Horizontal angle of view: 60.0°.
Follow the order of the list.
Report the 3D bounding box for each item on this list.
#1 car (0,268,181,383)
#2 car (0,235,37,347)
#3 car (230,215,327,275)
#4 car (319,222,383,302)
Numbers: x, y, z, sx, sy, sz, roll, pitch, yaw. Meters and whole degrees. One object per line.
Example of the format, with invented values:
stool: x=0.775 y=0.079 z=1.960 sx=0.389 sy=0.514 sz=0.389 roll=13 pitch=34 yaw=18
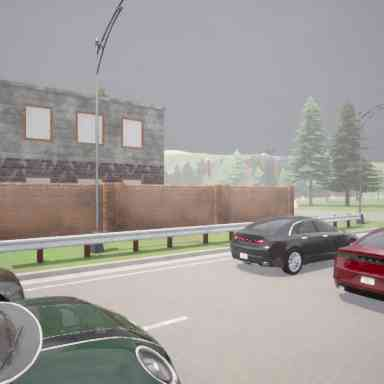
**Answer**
car: x=-2.256 y=1.352 z=2.137 sx=4.553 sy=1.767 sz=2.097 roll=0 pitch=0 yaw=-35
car: x=-4.673 y=1.564 z=4.712 sx=4.181 sy=1.385 sz=1.994 roll=0 pitch=0 yaw=-36
car: x=3.400 y=1.505 z=10.515 sx=4.892 sy=1.490 sz=1.837 roll=0 pitch=0 yaw=-35
car: x=5.258 y=1.478 z=7.543 sx=5.008 sy=1.535 sz=1.882 roll=0 pitch=0 yaw=-35
